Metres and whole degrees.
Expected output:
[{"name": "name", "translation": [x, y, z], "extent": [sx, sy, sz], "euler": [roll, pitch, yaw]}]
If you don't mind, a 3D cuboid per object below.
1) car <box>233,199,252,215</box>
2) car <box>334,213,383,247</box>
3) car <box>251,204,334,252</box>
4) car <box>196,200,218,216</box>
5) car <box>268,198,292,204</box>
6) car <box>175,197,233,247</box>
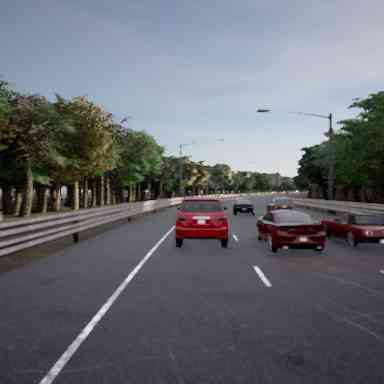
[{"name": "car", "translation": [5.176, 1.483, 34.014], "extent": [1.882, 1.535, 5.008], "euler": [0, 0, 5]}, {"name": "car", "translation": [7.455, 1.605, 14.979], "extent": [1.895, 1.301, 4.718], "euler": [0, 0, 2]}, {"name": "car", "translation": [3.917, 1.479, 13.912], "extent": [1.882, 1.535, 5.008], "euler": [0, 0, 2]}, {"name": "car", "translation": [1.571, 1.566, 32.845], "extent": [1.994, 1.385, 4.181], "euler": [0, 0, 5]}, {"name": "car", "translation": [8.549, 1.359, 32.288], "extent": [2.097, 1.767, 4.553], "euler": [0, 0, 5]}, {"name": "car", "translation": [0.461, 1.220, 15.260], "extent": [2.150, 2.045, 5.566], "euler": [0, 0, 2]}]
